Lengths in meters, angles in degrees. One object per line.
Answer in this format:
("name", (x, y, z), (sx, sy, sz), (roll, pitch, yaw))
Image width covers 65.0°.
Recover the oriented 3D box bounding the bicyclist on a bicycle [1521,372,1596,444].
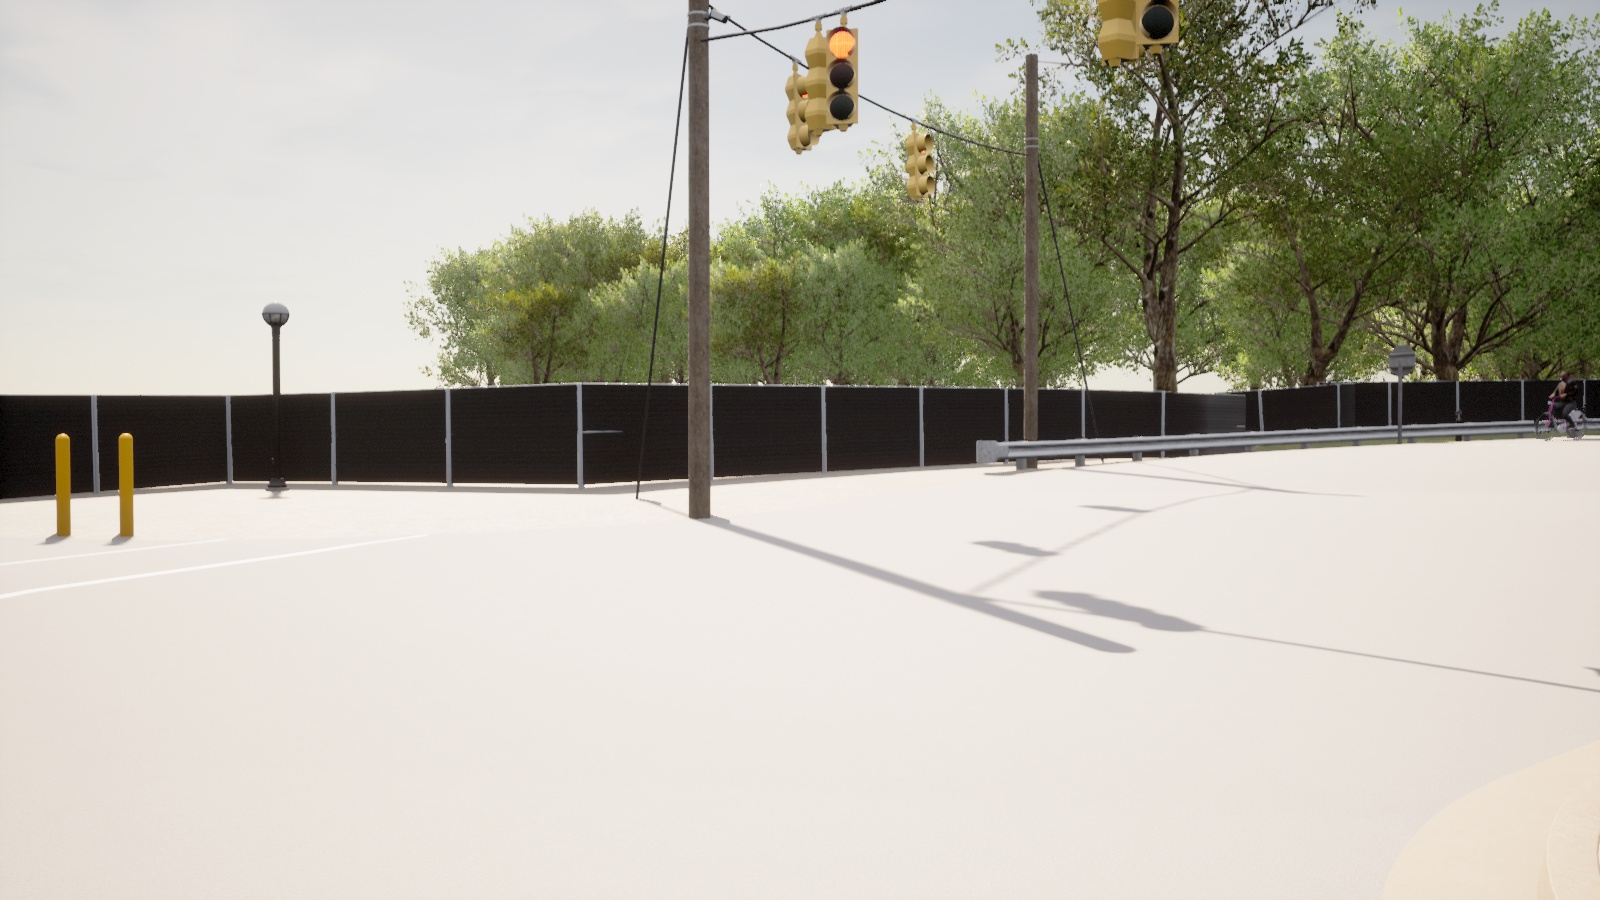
("bicyclist on a bicycle", (19.211, -1.068, 31.804), (1.843, 1.776, 0.659), (-2, 2, -23))
